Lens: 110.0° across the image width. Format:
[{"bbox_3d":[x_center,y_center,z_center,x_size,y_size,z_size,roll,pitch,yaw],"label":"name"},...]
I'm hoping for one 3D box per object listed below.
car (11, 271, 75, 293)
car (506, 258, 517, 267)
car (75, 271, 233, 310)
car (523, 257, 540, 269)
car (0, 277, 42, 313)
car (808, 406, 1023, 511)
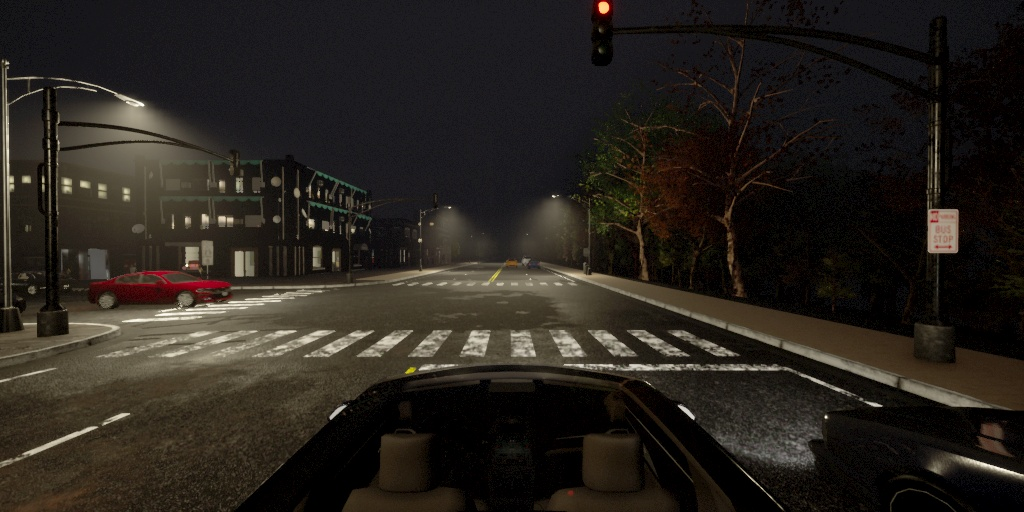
[{"bbox_3d":[-28.317,1.559,21.037,4.403,1.370,2.007,0,0,0],"label":"car"},{"bbox_3d":[-0.021,1.204,63.034,1.882,1.535,5.008,0,0,0],"label":"car"},{"bbox_3d":[-14.913,1.388,15.393,5.008,1.535,1.882,-1,1,-2],"label":"car"},{"bbox_3d":[3.246,1.277,55.025,2.033,1.411,5.357,0,0,0],"label":"car"},{"bbox_3d":[-19.968,1.564,12.541,4.313,1.339,1.948,0,0,0],"label":"car"},{"bbox_3d":[3.353,1.298,0.426,2.033,1.411,5.357,0,0,0],"label":"car"}]
